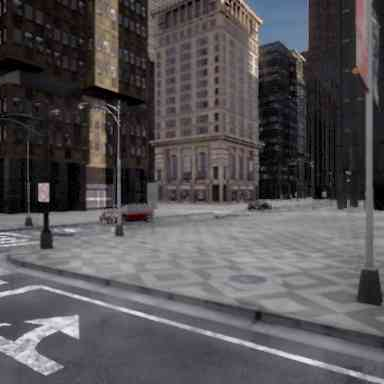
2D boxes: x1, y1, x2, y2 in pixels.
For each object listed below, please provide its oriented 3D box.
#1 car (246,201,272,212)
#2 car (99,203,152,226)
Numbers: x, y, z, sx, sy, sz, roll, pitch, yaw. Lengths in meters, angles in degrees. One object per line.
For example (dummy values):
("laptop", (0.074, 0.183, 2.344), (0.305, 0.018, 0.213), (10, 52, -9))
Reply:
("car", (9.869, 2.055, 48.476), (2.033, 1.411, 5.357), (0, 0, 36))
("car", (-5.337, 1.710, 27.112), (2.097, 1.767, 4.553), (0, 0, 35))
